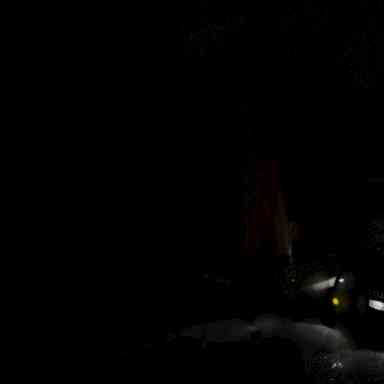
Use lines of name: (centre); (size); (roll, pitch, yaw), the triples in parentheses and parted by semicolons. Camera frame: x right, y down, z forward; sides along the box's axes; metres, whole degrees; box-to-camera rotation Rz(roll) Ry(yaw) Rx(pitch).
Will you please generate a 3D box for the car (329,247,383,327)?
car: (4.501, 1.566, 6.267); (4.181, 1.385, 1.994); (0, 0, -35)
